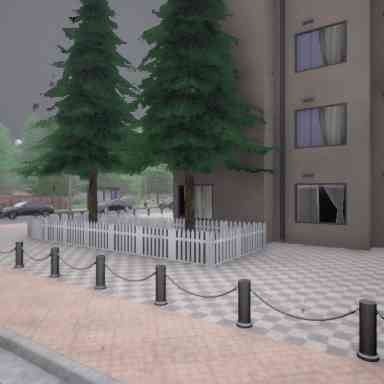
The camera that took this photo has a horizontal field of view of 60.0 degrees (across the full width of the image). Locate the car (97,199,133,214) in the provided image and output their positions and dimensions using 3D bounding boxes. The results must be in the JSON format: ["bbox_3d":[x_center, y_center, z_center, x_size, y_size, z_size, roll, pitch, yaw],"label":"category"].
[{"bbox_3d":[-8.663,1.476,36.134,2.128,1.511,4.902,0,0,37],"label":"car"}]

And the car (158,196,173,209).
[{"bbox_3d":[-2.491,1.337,44.299,2.097,1.767,4.553,0,0,37],"label":"car"}]

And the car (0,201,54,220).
[{"bbox_3d":[-14.255,1.510,28.674,1.812,1.442,4.674,0,0,37],"label":"car"}]
